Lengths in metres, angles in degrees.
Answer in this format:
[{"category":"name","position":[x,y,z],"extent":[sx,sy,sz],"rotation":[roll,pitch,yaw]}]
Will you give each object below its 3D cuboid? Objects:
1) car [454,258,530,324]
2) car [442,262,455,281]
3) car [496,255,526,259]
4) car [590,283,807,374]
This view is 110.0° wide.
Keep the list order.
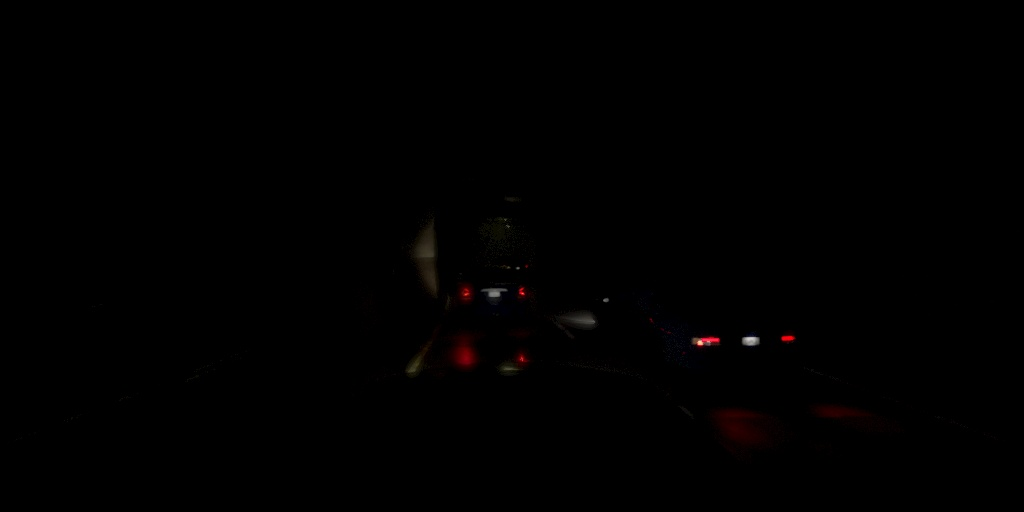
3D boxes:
[{"category":"car","position":[-0.737,1.090,12.175],"extent":[2.097,1.767,4.553],"rotation":[0,0,-7]},{"category":"car","position":[-4.667,1.203,29.875],"extent":[1.882,1.535,5.008],"rotation":[0,0,-17]},{"category":"car","position":[-0.324,0.937,27.771],"extent":[2.150,2.045,5.566],"rotation":[0,0,-16]},{"category":"car","position":[3.281,1.280,7.711],"extent":[2.033,1.411,5.357],"rotation":[0,0,-4]}]
